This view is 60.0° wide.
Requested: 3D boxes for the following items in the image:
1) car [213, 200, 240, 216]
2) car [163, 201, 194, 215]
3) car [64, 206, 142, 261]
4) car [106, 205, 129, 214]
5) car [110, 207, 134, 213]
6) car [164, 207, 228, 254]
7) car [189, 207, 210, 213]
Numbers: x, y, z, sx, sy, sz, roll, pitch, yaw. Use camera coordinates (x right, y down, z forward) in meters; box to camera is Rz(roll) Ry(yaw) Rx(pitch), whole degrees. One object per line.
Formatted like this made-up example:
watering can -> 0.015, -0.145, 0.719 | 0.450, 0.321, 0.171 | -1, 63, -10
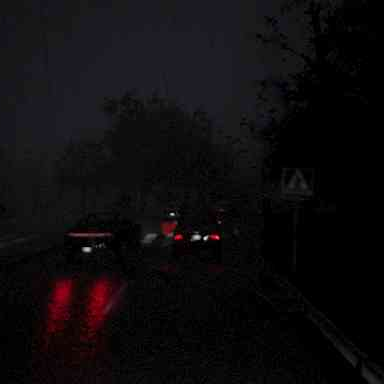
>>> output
car -> 3.435, 1.568, 32.632 | 1.882, 1.535, 5.008 | -1, -3, 17
car -> -1.056, 1.527, 28.550 | 1.837, 1.490, 4.892 | -1, 0, 12
car -> -3.070, 1.495, 12.295 | 2.128, 1.511, 4.902 | 0, 0, 1
car -> -16.898, 3.973, 75.177 | 4.553, 1.767, 2.097 | 2, -4, -31
car -> -16.591, 4.390, 79.017 | 5.357, 1.411, 2.033 | 2, -4, -27
car -> 0.226, 1.548, 13.517 | 2.033, 1.411, 5.357 | 0, 0, 2
car -> 1.742, 4.407, 79.536 | 4.674, 1.442, 1.812 | -1, -4, 23
